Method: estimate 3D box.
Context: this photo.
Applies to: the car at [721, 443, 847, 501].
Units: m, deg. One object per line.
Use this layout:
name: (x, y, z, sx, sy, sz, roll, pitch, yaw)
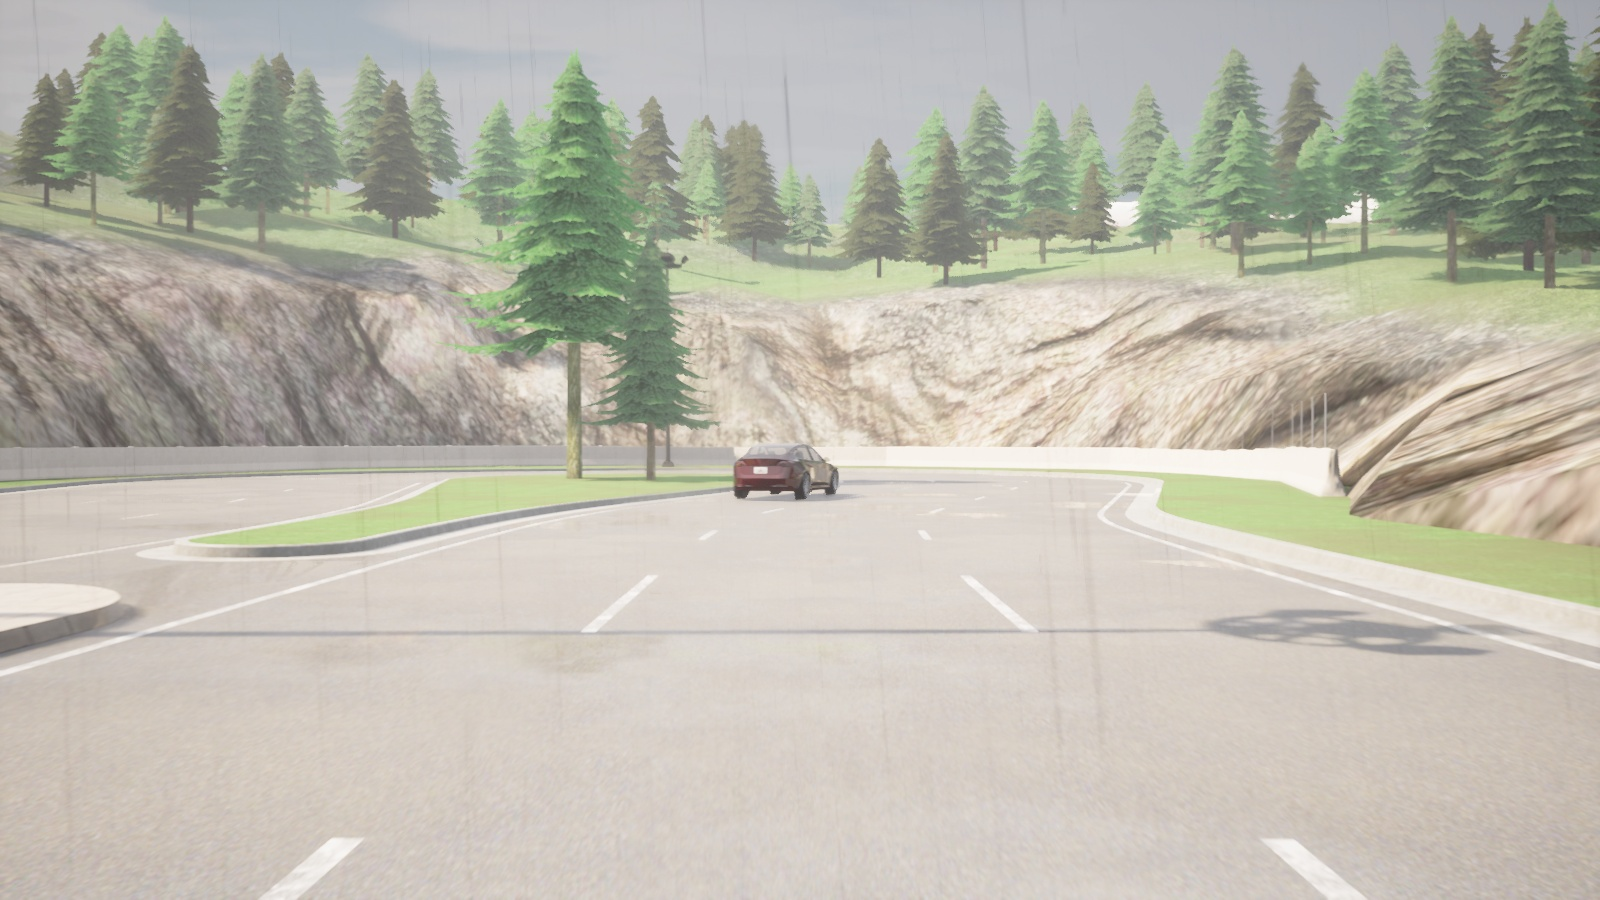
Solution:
car: (-0.343, 0.551, 34.668, 2.163, 1.488, 4.792, 0, 0, 16)
